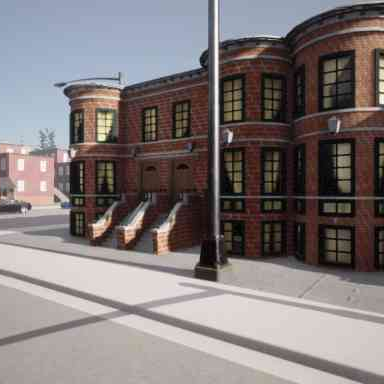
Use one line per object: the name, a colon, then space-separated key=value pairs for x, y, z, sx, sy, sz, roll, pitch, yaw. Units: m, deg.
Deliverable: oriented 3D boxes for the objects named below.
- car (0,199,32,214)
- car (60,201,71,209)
car: x=-18.780 y=1.490 z=33.586 sx=2.128 sy=1.511 sz=4.902 roll=0 pitch=0 yaw=36
car: x=-15.189 y=1.476 z=44.614 sx=1.882 sy=1.535 sz=5.008 roll=0 pitch=0 yaw=36
